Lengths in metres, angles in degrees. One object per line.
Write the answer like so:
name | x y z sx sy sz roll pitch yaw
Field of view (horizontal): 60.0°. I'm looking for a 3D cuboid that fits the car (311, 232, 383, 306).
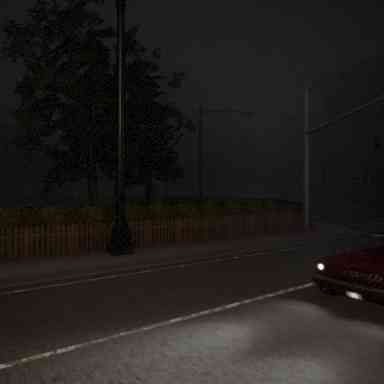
car | 4.781 1.601 7.448 4.718 1.301 1.895 0 0 -36
